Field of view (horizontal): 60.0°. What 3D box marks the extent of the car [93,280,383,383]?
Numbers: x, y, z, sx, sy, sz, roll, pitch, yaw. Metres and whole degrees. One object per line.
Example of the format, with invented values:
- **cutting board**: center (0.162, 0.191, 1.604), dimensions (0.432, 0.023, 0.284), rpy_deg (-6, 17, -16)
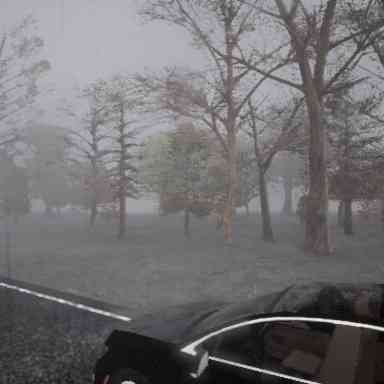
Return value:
- **car**: center (1.198, 1.583, 2.873), dimensions (4.892, 1.490, 1.837), rpy_deg (-2, -3, 35)
